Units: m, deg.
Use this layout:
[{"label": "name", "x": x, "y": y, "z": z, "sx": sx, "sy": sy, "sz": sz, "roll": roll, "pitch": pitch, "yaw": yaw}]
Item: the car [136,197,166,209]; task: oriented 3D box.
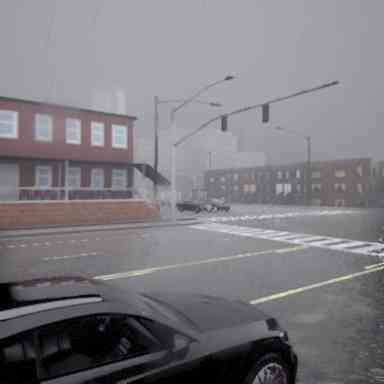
[{"label": "car", "x": -5.649, "y": 1.501, "z": 44.712, "sx": 1.882, "sy": 1.535, "sz": 5.008, "roll": 0, "pitch": 0, "yaw": -36}]

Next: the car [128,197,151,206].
[{"label": "car", "x": -8.740, "y": 1.555, "z": 55.100, "sx": 1.812, "sy": 1.442, "sz": 4.674, "roll": 0, "pitch": 0, "yaw": -36}]

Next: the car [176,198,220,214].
[{"label": "car", "x": 0.341, "y": 1.517, "z": 36.314, "sx": 2.128, "sy": 1.511, "sz": 4.902, "roll": 0, "pitch": 0, "yaw": -35}]

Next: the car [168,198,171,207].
[{"label": "car", "x": -2.837, "y": 1.554, "z": 46.814, "sx": 1.812, "sy": 1.442, "sz": 4.674, "roll": 0, "pitch": 0, "yaw": -36}]

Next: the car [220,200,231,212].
[{"label": "car", "x": 2.536, "y": 1.534, "z": 39.265, "sx": 1.837, "sy": 1.490, "sz": 4.892, "roll": 0, "pitch": 0, "yaw": -36}]

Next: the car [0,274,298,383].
[{"label": "car", "x": -1.054, "y": 1.527, "z": 2.994, "sx": 4.674, "sy": 1.442, "sz": 1.812, "roll": 0, "pitch": 0, "yaw": -35}]
